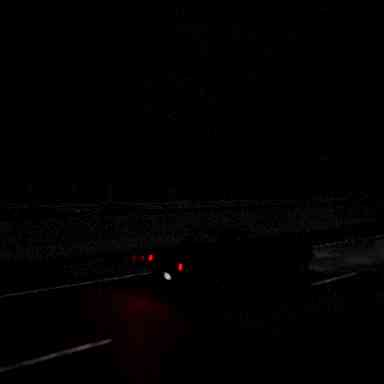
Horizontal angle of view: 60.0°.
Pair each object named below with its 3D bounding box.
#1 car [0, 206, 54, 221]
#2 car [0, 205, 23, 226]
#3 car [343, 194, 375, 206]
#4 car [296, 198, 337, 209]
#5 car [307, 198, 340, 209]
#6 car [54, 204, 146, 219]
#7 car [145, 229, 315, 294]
[{"bbox_3d":[-10.604,1.700,22.265,5.357,1.411,2.033,0,0,-36],"label":"car"},{"bbox_3d":[-14.730,1.691,23.601,4.674,1.442,1.812,0,0,-36],"label":"car"},{"bbox_3d":[23.834,1.361,47.370,5.566,2.045,2.150,0,0,-35],"label":"car"},{"bbox_3d":[12.938,1.649,35.124,4.902,1.511,2.128,0,0,-36],"label":"car"},{"bbox_3d":[19.082,1.661,48.247,4.902,1.511,2.128,0,0,-36],"label":"car"},{"bbox_3d":[-4.662,1.472,17.939,4.553,1.767,2.097,0,0,-36],"label":"car"},{"bbox_3d":[1.231,1.658,8.991,4.718,1.301,1.895,0,0,-36],"label":"car"}]
